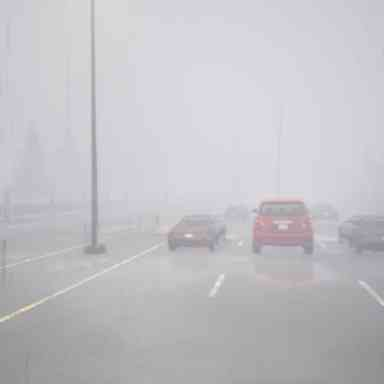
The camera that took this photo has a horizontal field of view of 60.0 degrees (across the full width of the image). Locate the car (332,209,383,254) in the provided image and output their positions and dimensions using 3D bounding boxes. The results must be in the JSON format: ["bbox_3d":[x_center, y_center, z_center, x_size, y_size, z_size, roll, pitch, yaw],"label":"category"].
[{"bbox_3d":[7.172,1.571,13.330,1.994,1.385,4.181,-1,0,14],"label":"car"}]

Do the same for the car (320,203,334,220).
[{"bbox_3d":[10.785,1.631,27.495,1.994,1.385,4.181,-1,0,15],"label":"car"}]

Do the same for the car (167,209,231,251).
[{"bbox_3d":[0.343,1.673,14.871,1.994,1.385,4.181,-1,0,13],"label":"car"}]

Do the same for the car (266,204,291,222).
[{"bbox_3d":[7.356,1.718,28.221,1.895,1.301,4.718,-1,0,15],"label":"car"}]

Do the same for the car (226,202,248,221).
[{"bbox_3d":[4.022,1.662,29.303,2.128,1.511,4.902,-1,0,15],"label":"car"}]

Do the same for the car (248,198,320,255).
[{"bbox_3d":[3.685,1.273,13.841,2.150,2.045,5.566,-1,0,13],"label":"car"}]
